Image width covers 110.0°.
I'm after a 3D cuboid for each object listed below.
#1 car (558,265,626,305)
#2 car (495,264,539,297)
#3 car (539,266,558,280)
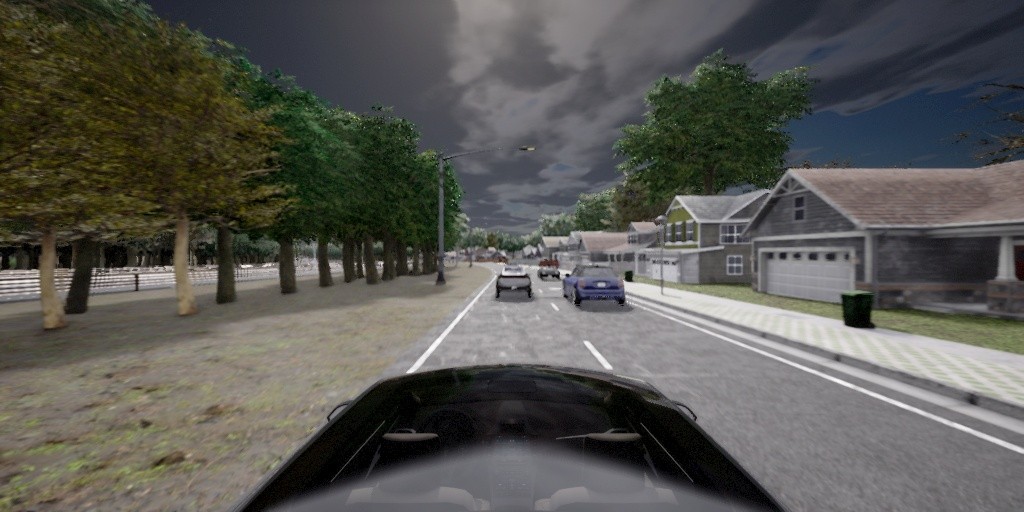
[{"bbox_3d":[3.596,1.188,16.545,2.097,1.767,4.553,0,0,0],"label":"car"},{"bbox_3d":[0.095,1.355,19.763,2.128,1.511,4.902,0,-1,0],"label":"car"},{"bbox_3d":[3.526,1.622,35.645,1.895,1.301,4.718,0,-1,-1],"label":"car"}]
